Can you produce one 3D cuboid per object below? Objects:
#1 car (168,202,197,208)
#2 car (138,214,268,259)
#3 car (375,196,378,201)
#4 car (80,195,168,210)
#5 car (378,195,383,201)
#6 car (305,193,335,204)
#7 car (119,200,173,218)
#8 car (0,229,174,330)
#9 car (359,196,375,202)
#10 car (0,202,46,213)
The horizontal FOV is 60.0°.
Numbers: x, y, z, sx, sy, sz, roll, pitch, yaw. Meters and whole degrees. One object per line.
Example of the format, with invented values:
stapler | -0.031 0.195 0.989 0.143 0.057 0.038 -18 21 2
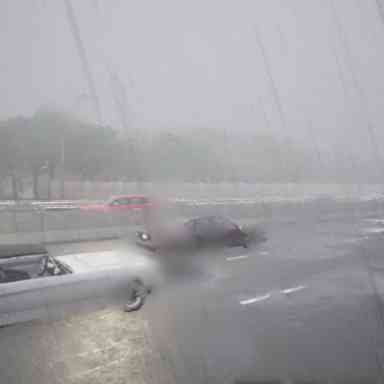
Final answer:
car | -1.805 1.567 28.474 5.357 1.411 2.033 0 0 -35
car | 0.459 1.557 12.666 5.357 1.411 2.033 0 0 -35
car | 31.287 1.029 51.657 5.566 2.045 2.150 -1 1 -34
car | -4.718 1.233 22.111 5.566 2.045 2.150 0 0 -35
car | 28.246 1.125 45.301 5.566 2.045 2.150 -1 1 -35
car | 20.164 1.154 52.445 5.566 2.045 2.150 -1 1 -34
car | -4.213 1.544 31.051 4.674 1.442 1.812 0 0 -35
car | -2.876 1.602 5.994 4.718 1.301 1.895 0 0 -35
car | 29.336 1.332 54.557 4.674 1.442 1.812 -1 1 -34
car | -14.526 1.567 28.017 4.181 1.385 1.994 0 0 -35
